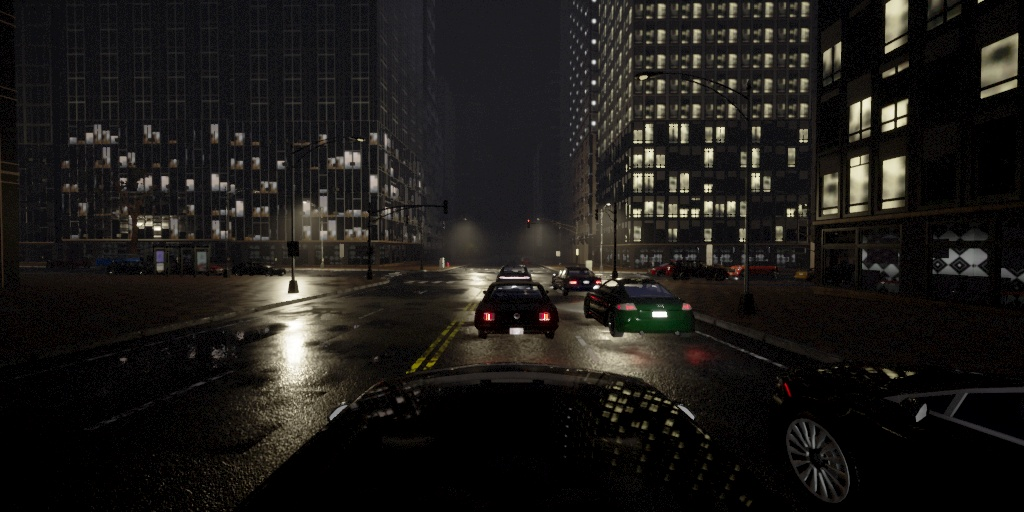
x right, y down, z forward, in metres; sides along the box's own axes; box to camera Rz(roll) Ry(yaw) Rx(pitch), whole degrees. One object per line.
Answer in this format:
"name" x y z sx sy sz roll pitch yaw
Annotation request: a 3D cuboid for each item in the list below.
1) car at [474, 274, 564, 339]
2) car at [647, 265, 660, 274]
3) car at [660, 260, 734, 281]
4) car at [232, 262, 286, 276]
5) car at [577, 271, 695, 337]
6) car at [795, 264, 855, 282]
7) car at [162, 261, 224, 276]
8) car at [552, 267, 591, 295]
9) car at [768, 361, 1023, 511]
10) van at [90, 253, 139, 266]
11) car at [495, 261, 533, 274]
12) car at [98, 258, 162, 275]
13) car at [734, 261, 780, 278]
"car" 0.106 1.347 10.023 1.895 1.301 4.718 0 0 0
"car" 16.308 1.425 37.397 4.181 1.385 1.994 1 1 1
"car" 16.218 1.268 31.622 5.009 1.841 2.192 0 0 1
"car" -22.707 1.173 32.185 4.313 1.339 1.948 0 0 1
"car" 3.365 1.310 10.251 1.994 1.385 4.181 0 0 -1
"car" 27.666 1.578 31.414 4.829 1.417 1.751 0 0 1
"car" -28.391 1.138 32.323 4.207 1.307 1.802 0 0 1
"car" 3.399 1.288 19.481 2.033 1.411 5.357 0 0 -3
"car" 3.340 1.242 1.421 2.128 1.511 4.902 0 0 0
"van" -45.255 0.604 41.172 3.998 1.789 1.690 0 0 1
"car" 0.113 1.232 19.279 2.128 1.511 4.902 0 0 0
"car" -34.071 1.069 32.501 4.313 1.339 1.948 0 0 1
"car" 25.019 1.289 37.236 4.553 1.767 2.097 1 1 1
